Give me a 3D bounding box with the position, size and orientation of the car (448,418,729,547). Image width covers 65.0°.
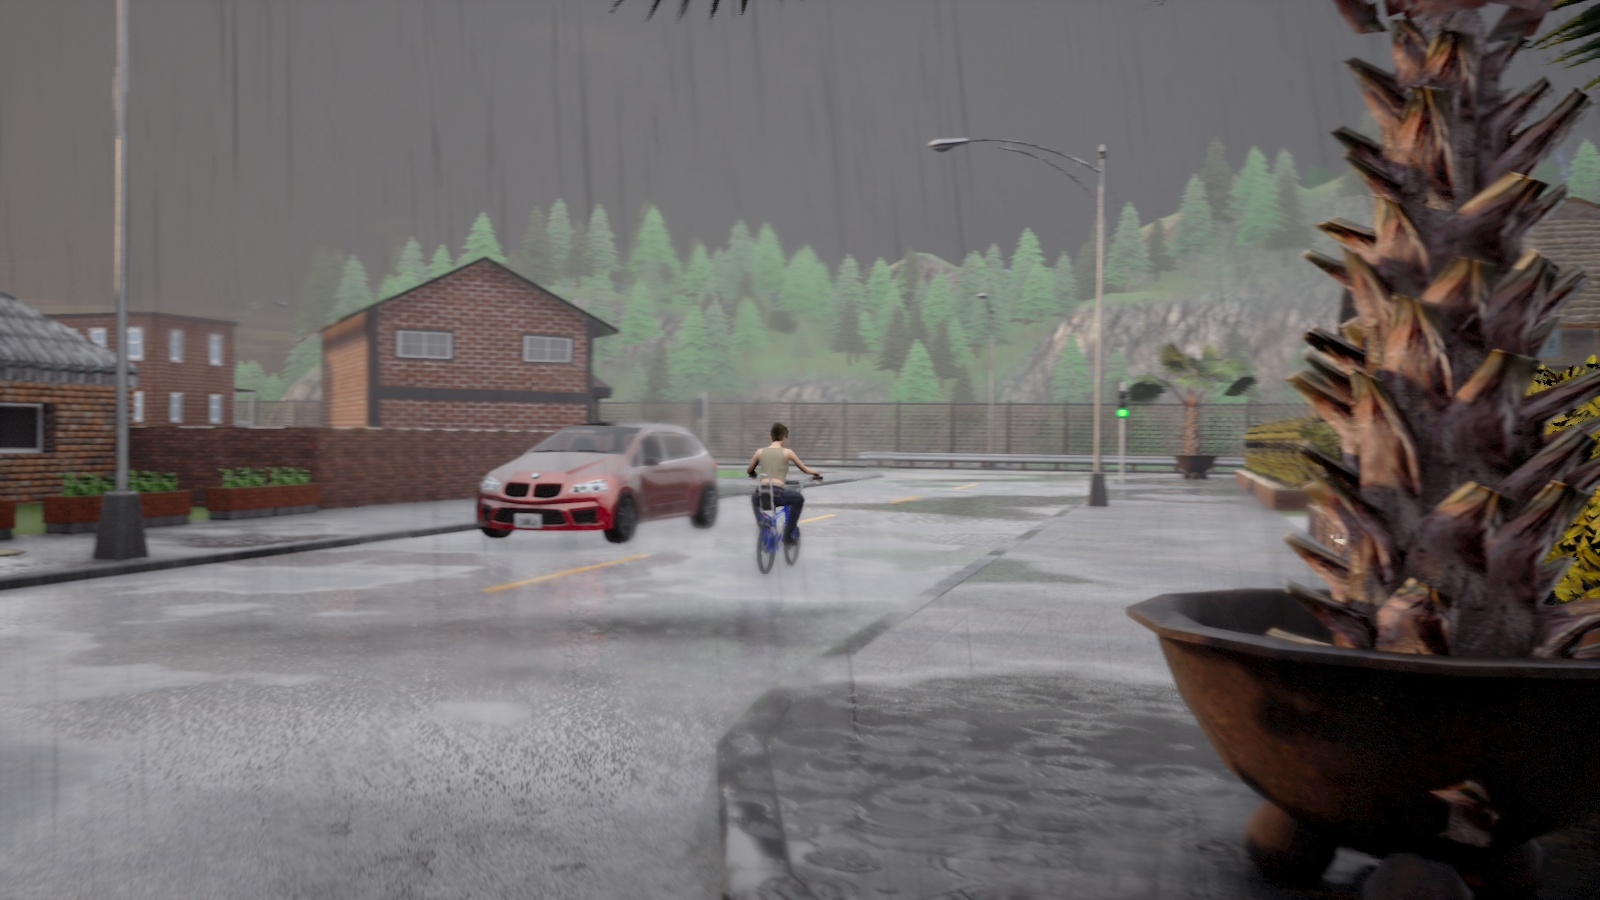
[{"bbox_3d":[-2.936,0.392,18.656,2.242,1.667,4.611,0,1,18],"label":"car"}]

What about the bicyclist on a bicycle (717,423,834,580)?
[{"bbox_3d":[-0.234,0.519,13.699,0.866,1.612,1.509,0,1,16],"label":"bicyclist on a bicycle"}]
